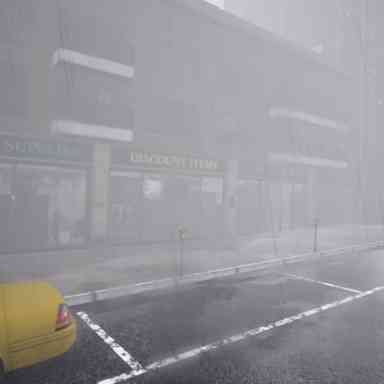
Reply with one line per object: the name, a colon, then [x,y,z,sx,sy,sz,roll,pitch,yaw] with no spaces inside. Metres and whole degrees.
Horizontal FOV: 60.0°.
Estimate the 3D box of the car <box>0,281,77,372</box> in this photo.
car: [-3.764,1.525,3.386,4.829,1.417,1.752,0,2,-35]
